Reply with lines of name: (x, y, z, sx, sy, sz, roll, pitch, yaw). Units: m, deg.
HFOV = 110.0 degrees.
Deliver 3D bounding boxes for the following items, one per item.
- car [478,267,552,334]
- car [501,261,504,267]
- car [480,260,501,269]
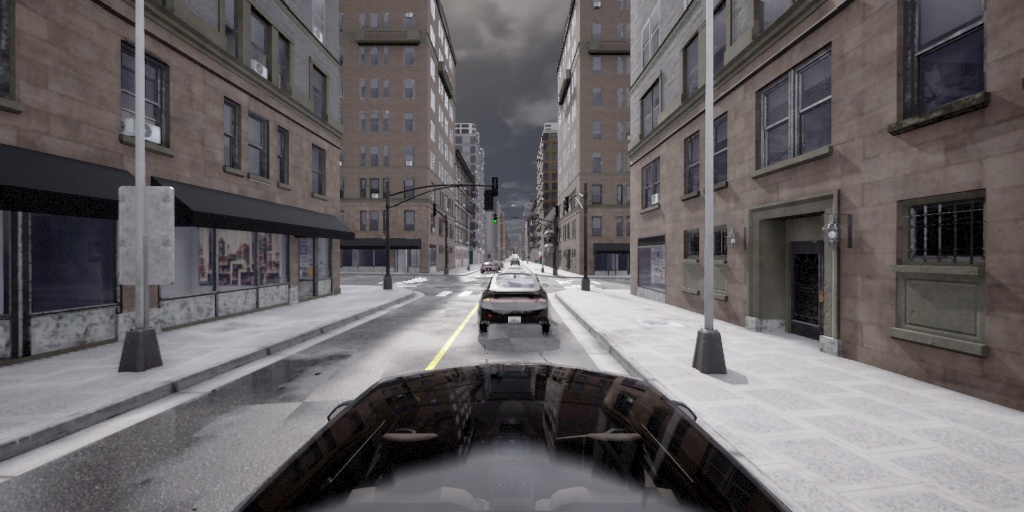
car: (0.083, 1.249, 10.668, 2.128, 1.511, 4.902, 0, 0, 1)
car: (-2.616, 1.360, 53.908, 1.837, 1.490, 4.892, 0, 0, 0)
car: (-2.712, 1.393, 43.955, 1.994, 1.385, 4.181, 0, 0, 1)
